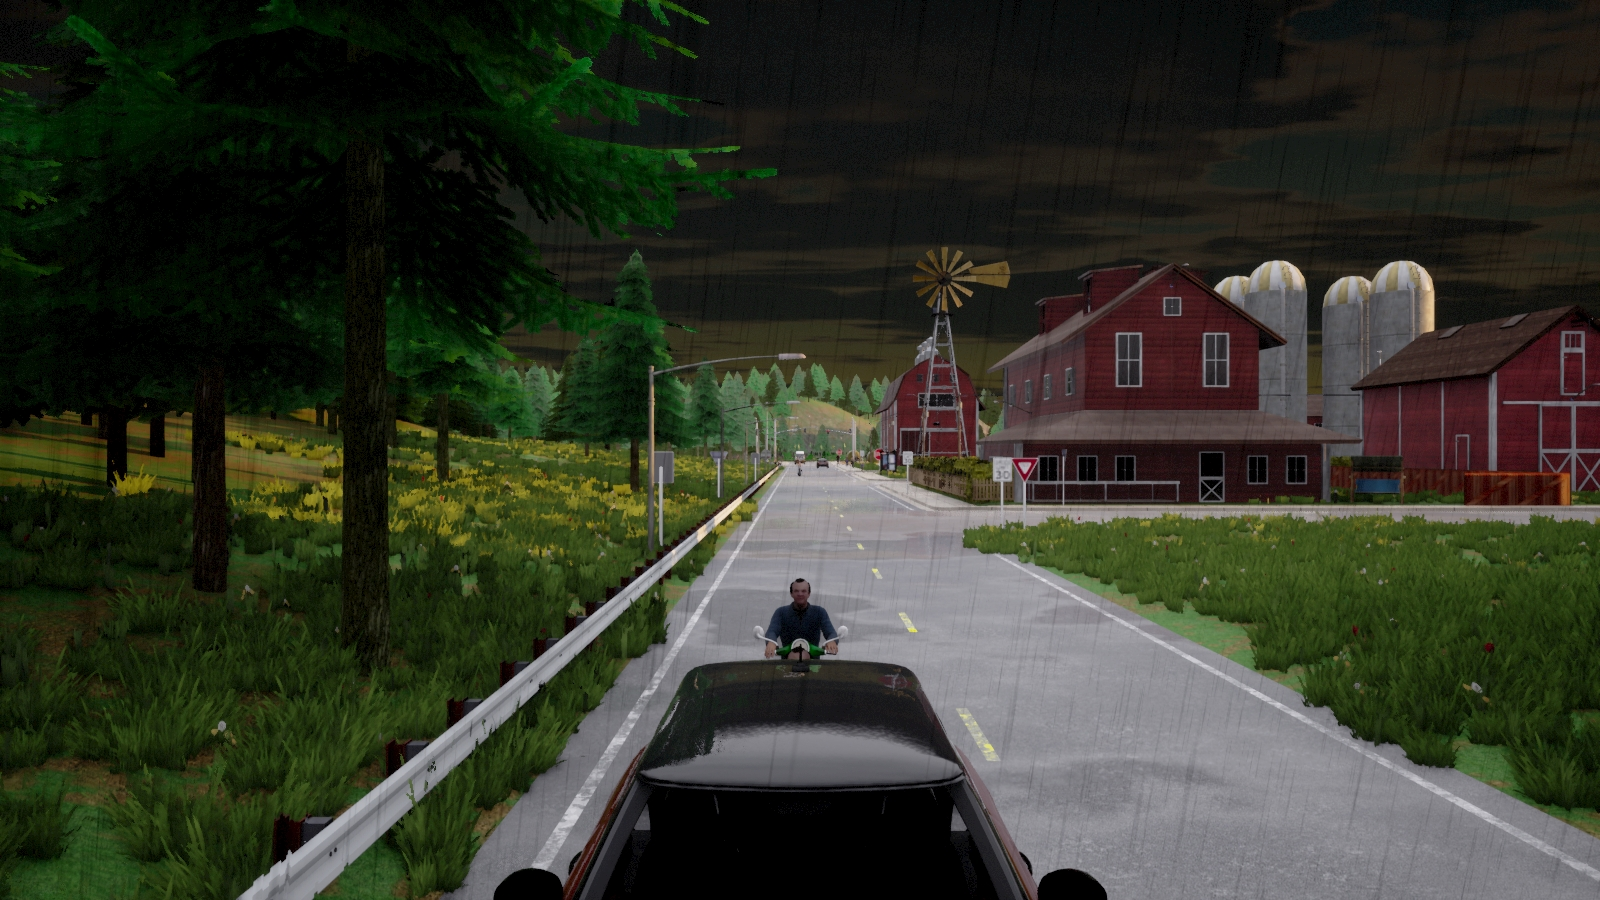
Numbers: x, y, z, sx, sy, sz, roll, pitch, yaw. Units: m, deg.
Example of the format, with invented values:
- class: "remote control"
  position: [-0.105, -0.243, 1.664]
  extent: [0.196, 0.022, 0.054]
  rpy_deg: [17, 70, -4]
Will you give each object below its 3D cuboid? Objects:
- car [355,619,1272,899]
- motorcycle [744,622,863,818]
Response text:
- class: "car"
  position: [0.032, 1.899, 4.503]
  extent: [2.097, 1.767, 4.553]
  rpy_deg: [0, 0, 0]
- class: "motorcycle"
  position: [0.027, 2.229, 9.842]
  extent: [0.867, 1.251, 2.209]
  rpy_deg: [-2, -3, 0]
